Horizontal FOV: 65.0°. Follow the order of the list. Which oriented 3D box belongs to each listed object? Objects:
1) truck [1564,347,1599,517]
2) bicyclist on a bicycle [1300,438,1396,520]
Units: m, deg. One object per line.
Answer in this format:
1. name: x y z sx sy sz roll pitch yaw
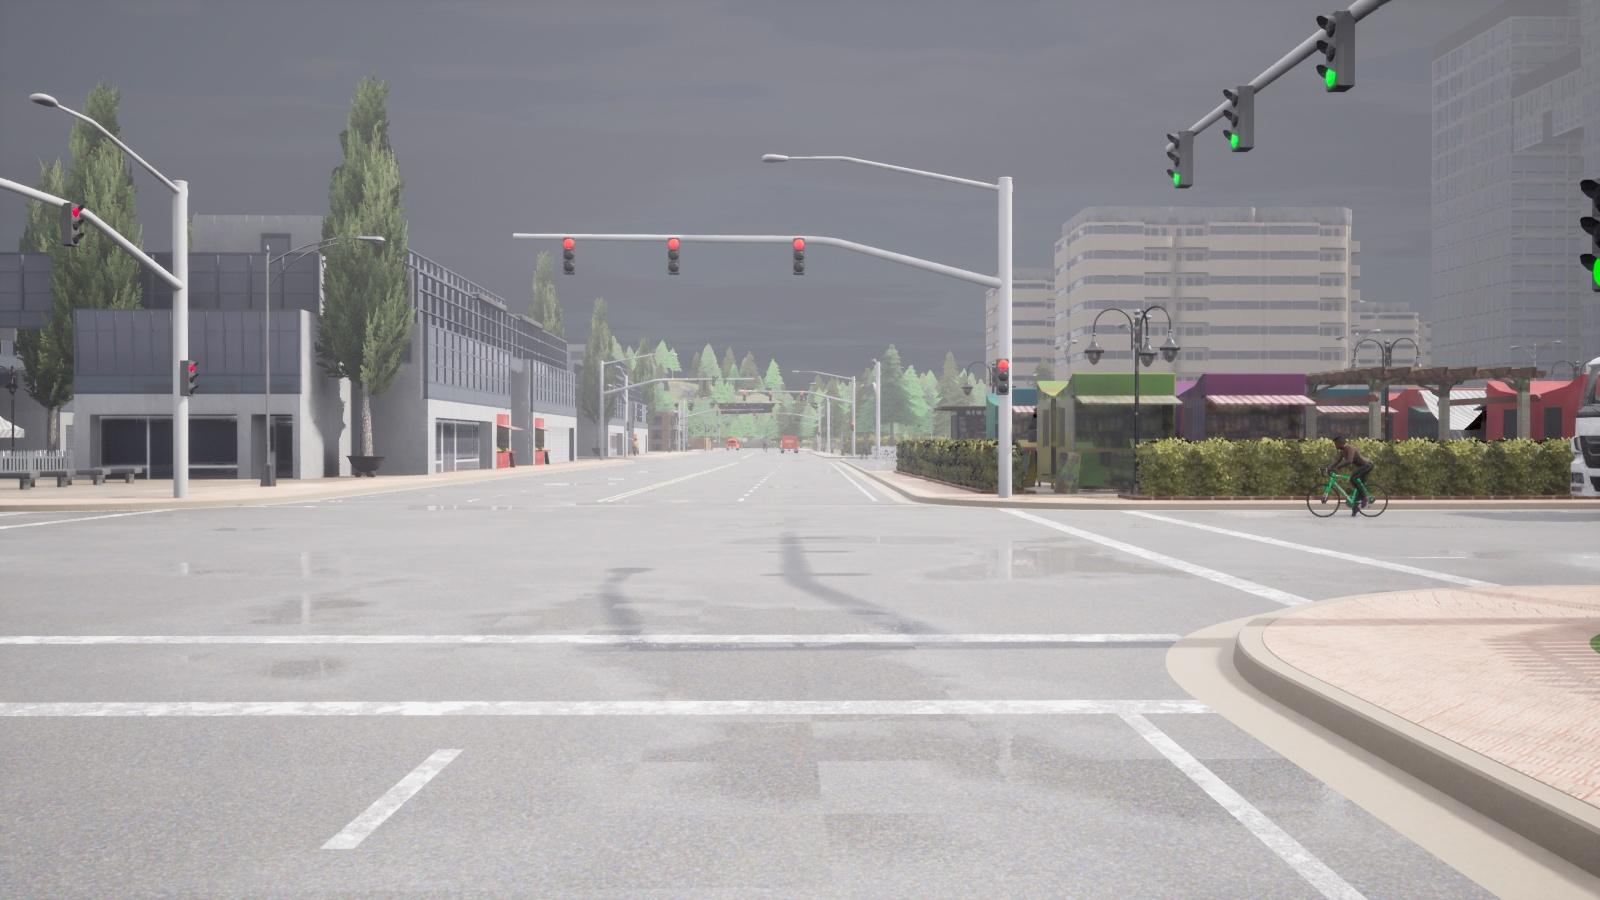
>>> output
1. truck: 20.193 -0.362 25.251 7.936 3.462 2.891 0 0 -1
2. bicyclist on a bicycle: 10.932 0.567 25.075 1.656 1.620 0.582 0 0 -1
